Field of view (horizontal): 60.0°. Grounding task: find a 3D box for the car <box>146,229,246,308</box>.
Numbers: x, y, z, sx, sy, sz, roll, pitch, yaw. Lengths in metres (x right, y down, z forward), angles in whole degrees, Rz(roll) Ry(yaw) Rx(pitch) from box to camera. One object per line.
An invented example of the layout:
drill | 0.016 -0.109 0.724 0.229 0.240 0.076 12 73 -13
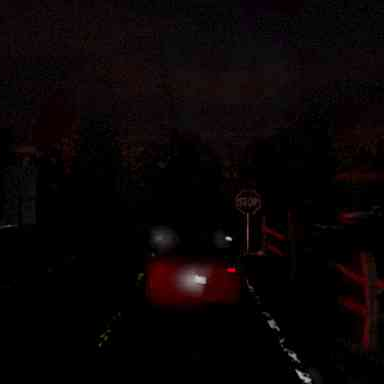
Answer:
car | 0.064 1.577 8.049 1.994 1.385 4.181 0 0 0

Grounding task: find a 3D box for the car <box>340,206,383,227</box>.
car | 13.037 1.726 23.802 4.674 1.442 1.812 1 0 -1
